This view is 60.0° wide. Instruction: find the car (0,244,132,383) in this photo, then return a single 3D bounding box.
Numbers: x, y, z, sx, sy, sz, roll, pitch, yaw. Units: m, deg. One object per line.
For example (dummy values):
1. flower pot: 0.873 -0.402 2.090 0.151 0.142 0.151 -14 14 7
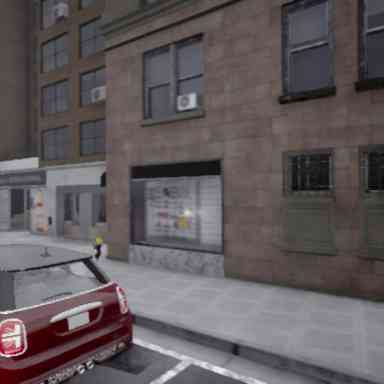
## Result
1. car: -2.859 1.494 4.883 4.097 1.590 1.967 -1 0 35
